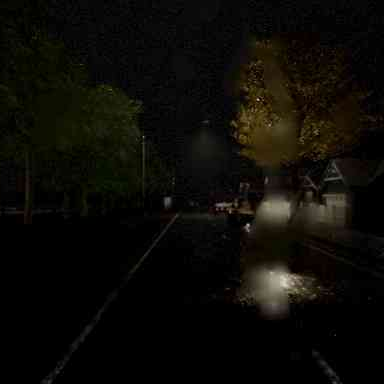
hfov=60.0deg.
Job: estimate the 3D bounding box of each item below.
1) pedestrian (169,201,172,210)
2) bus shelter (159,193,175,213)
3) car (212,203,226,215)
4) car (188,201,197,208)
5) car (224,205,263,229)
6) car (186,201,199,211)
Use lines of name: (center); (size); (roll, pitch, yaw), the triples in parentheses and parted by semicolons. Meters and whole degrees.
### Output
pedestrian: (-3.188, 1.757, 49.164); (0.375, 1.860, 0.375); (0, -1, 10)
bus shelter: (-3.498, 1.526, 46.676); (1.920, 2.740, 3.880); (0, -1, 0)
car: (3.605, 2.092, 41.894); (2.033, 1.411, 5.357); (0, -1, 0)
car: (0.018, 2.718, 70.557); (1.812, 1.442, 4.674); (0, -2, 0)
car: (3.594, 1.852, 23.489); (1.895, 1.301, 4.718); (0, -1, 0)
car: (0.033, 2.271, 56.680); (2.097, 1.767, 4.553); (0, -2, 0)
